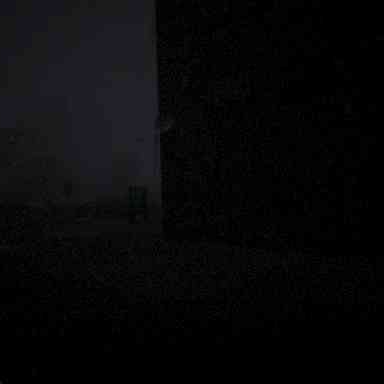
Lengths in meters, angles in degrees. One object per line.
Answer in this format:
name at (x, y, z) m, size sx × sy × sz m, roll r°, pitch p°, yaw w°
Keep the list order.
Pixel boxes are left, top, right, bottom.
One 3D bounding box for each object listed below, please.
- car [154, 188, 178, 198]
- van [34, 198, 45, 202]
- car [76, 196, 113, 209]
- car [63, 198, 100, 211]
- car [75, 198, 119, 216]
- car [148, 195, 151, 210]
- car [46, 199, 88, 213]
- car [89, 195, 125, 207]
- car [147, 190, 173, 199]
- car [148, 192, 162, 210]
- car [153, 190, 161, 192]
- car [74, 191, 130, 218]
car at (-5.413, 0.173, 69.331) m, size 4.553 × 1.767 × 2.185 m, roll -3°, pitch 2°, yaw 23°
van at (-17.445, 1.731, 41.099) m, size 4.442 × 1.987 × 1.878 m, roll -3°, pitch 2°, yaw 23°
car at (-14.265, 1.519, 48.717) m, size 4.892 × 1.521 × 2.231 m, roll -3°, pitch 2°, yaw 23°
car at (-15.327, 1.704, 46.274) m, size 4.674 × 1.452 × 2.002 m, roll -3°, pitch 2°, yaw 23°
car at (-10.600, 1.644, 37.644) m, size 2.128 × 1.511 × 4.902 m, roll -3°, pitch 2°, yaw 23°
car at (-7.185, 1.515, 34.045) m, size 5.008 × 1.535 × 2.097 m, roll -3°, pitch 2°, yaw 23°
car at (-16.437, 1.817, 43.716) m, size 4.892 × 1.521 × 2.231 m, roll -3°, pitch 2°, yaw 23°
car at (-13.121, 1.361, 51.397) m, size 4.892 × 1.521 × 2.231 m, roll -3°, pitch 2°, yaw 23°
car at (-6.454, 0.477, 66.748) m, size 4.792 × 1.488 × 2.163 m, roll -3°, pitch 2°, yaw 24°
car at (-5.074, 1.235, 39.413) m, size 5.366 × 1.575 × 1.946 m, roll -3°, pitch 2°, yaw 23°
car at (-2.523, 0.904, 44.840) m, size 4.892 × 1.521 × 2.231 m, roll -3°, pitch 2°, yaw 23°
car at (-8.398, 1.379, 31.352) m, size 5.566 × 2.045 × 2.435 m, roll -3°, pitch 1°, yaw 23°
